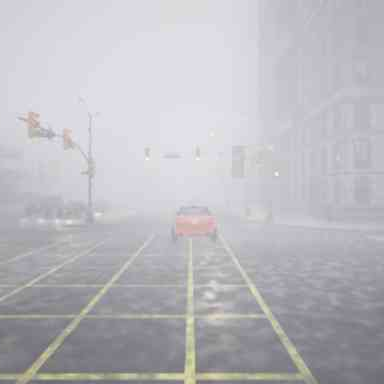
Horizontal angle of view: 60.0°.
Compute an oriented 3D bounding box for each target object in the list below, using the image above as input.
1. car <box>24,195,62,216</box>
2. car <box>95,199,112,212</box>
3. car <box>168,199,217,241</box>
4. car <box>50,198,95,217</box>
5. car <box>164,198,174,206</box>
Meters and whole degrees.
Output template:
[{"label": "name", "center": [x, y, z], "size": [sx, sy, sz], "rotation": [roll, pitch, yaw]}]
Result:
[{"label": "car", "center": [-15.000, 1.345, 34.229], "size": [2.150, 2.045, 5.566], "rotation": [0, 0, 0]}, {"label": "car", "center": [-11.516, 1.642, 41.993], "size": [2.128, 1.511, 4.902], "rotation": [0, 0, 0]}, {"label": "car", "center": [0.101, 1.414, 17.227], "size": [2.097, 1.767, 4.553], "rotation": [0, 0, 0]}, {"label": "car", "center": [-11.522, 1.609, 32.563], "size": [2.128, 1.511, 4.902], "rotation": [0, 0, 0]}, {"label": "car", "center": [-3.902, 1.758, 58.855], "size": [2.033, 1.411, 5.357], "rotation": [0, 0, -8]}]
